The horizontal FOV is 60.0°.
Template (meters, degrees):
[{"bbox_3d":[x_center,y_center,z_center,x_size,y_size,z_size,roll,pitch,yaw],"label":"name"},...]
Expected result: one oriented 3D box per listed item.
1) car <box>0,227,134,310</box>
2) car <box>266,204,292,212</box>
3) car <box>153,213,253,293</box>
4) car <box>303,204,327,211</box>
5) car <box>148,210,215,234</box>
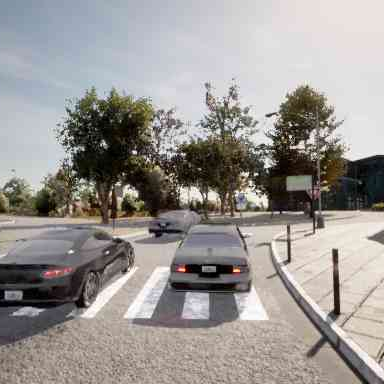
[{"bbox_3d":[-2.749,1.545,7.798,1.812,1.442,4.674,0,0,5],"label":"car"},{"bbox_3d":[19.208,3.633,73.498,5.566,2.045,2.150,-4,-6,41],"label":"car"},{"bbox_3d":[0.599,1.543,8.979,2.033,1.411,5.357,-1,0,6],"label":"car"},{"bbox_3d":[23.406,3.148,63.360,1.837,1.490,4.892,3,-5,-25],"label":"car"},{"bbox_3d":[-0.546,1.709,18.387,2.033,1.411,5.357,-2,-3,19],"label":"car"}]
